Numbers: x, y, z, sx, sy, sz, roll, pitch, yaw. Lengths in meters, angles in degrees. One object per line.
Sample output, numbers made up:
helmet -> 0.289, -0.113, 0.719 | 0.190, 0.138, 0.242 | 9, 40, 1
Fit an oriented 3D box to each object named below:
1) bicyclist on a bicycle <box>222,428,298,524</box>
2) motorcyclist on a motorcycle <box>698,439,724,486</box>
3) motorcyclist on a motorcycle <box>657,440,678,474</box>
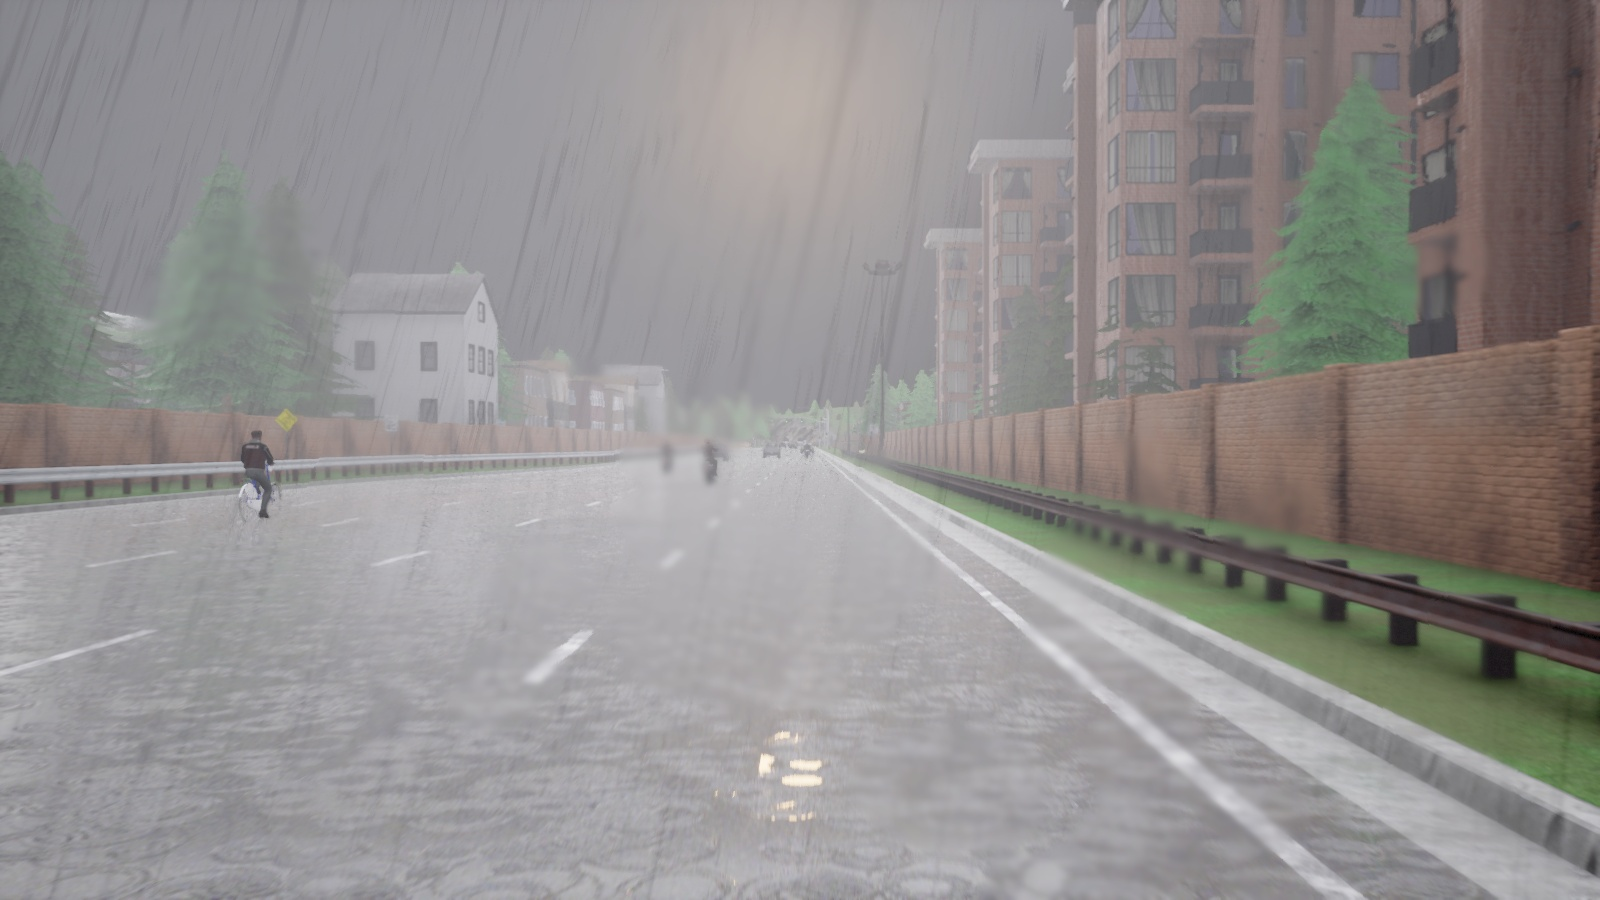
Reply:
bicyclist on a bicycle -> -10.348, 0.473, 24.122 | 0.659, 1.776, 1.843 | 0, 1, 0
motorcyclist on a motorcycle -> -3.225, 0.438, 45.700 | 0.766, 1.649, 2.350 | 0, 0, 0
motorcyclist on a motorcycle -> -6.628, 0.339, 62.824 | 0.766, 1.649, 2.350 | 0, 0, 0
